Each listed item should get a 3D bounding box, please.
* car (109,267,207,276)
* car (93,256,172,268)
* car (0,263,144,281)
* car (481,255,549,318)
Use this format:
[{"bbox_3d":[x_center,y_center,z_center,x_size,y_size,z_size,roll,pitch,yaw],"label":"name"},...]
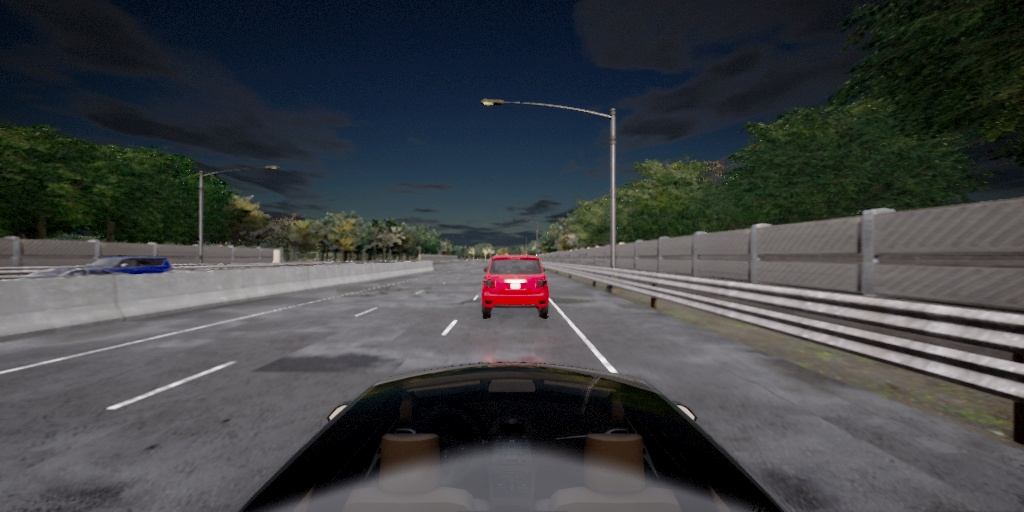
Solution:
[{"bbox_3d":[-17.565,1.390,18.934,1.895,1.301,4.718,0,0,0],"label":"car"},{"bbox_3d":[-24.538,1.030,22.513,2.150,2.045,5.566,0,-1,1],"label":"car"},{"bbox_3d":[-21.075,1.270,16.928,2.128,1.511,4.902,0,0,0],"label":"car"},{"bbox_3d":[0.103,0.988,13.271,2.150,2.045,5.566,0,0,0],"label":"car"}]
